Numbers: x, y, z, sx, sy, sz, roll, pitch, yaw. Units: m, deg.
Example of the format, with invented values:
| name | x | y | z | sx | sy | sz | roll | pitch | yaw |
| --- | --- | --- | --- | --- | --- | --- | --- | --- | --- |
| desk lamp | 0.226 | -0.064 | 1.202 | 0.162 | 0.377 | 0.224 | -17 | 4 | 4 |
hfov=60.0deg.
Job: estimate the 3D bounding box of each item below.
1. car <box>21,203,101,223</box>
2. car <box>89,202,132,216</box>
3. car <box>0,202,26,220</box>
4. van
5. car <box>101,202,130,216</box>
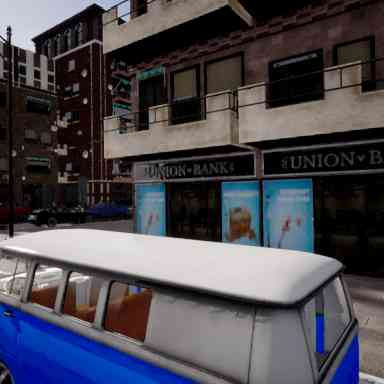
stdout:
| name | x | y | z | sx | sy | sz | roll | pitch | yaw |
| --- | --- | --- | --- | --- | --- | --- | --- | --- | --- |
| car | -8.708 | 1.583 | 22.369 | 1.947 | 1.339 | 4.313 | -2 | -1 | 36 |
| car | -8.837 | 1.798 | 36.421 | 1.947 | 1.339 | 4.313 | -2 | -1 | 36 |
| car | -15.479 | 1.609 | 27.310 | 1.967 | 1.590 | 4.097 | -2 | -1 | 36 |
| van | -0.534 | 1.342 | 3.231 | 3.998 | 1.788 | 1.690 | 0 | -1 | 35 |
| car | -8.527 | 1.716 | 32.442 | 2.033 | 1.411 | 5.357 | -1 | -1 | 36 |
